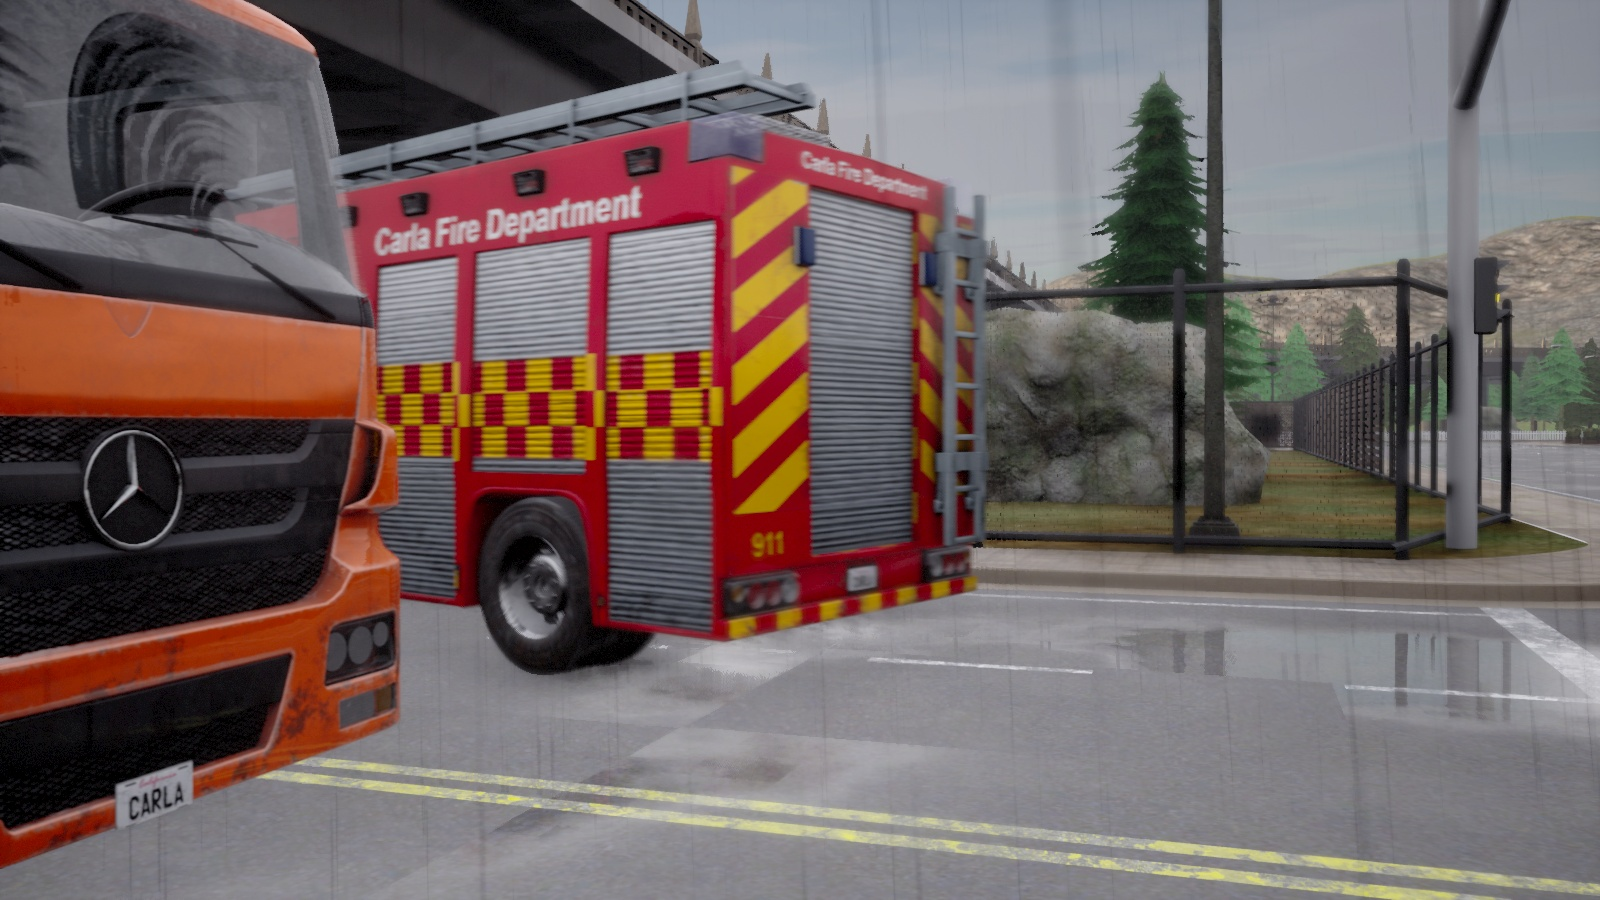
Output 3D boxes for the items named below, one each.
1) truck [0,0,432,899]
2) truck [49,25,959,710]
[{"bbox_3d":[-5.766,-0.262,5.160,7.936,3.462,2.891,1,1,19],"label":"truck"},{"bbox_3d":[-3.061,-0.522,10.761,8.468,3.827,2.891,1,1,38],"label":"truck"}]
